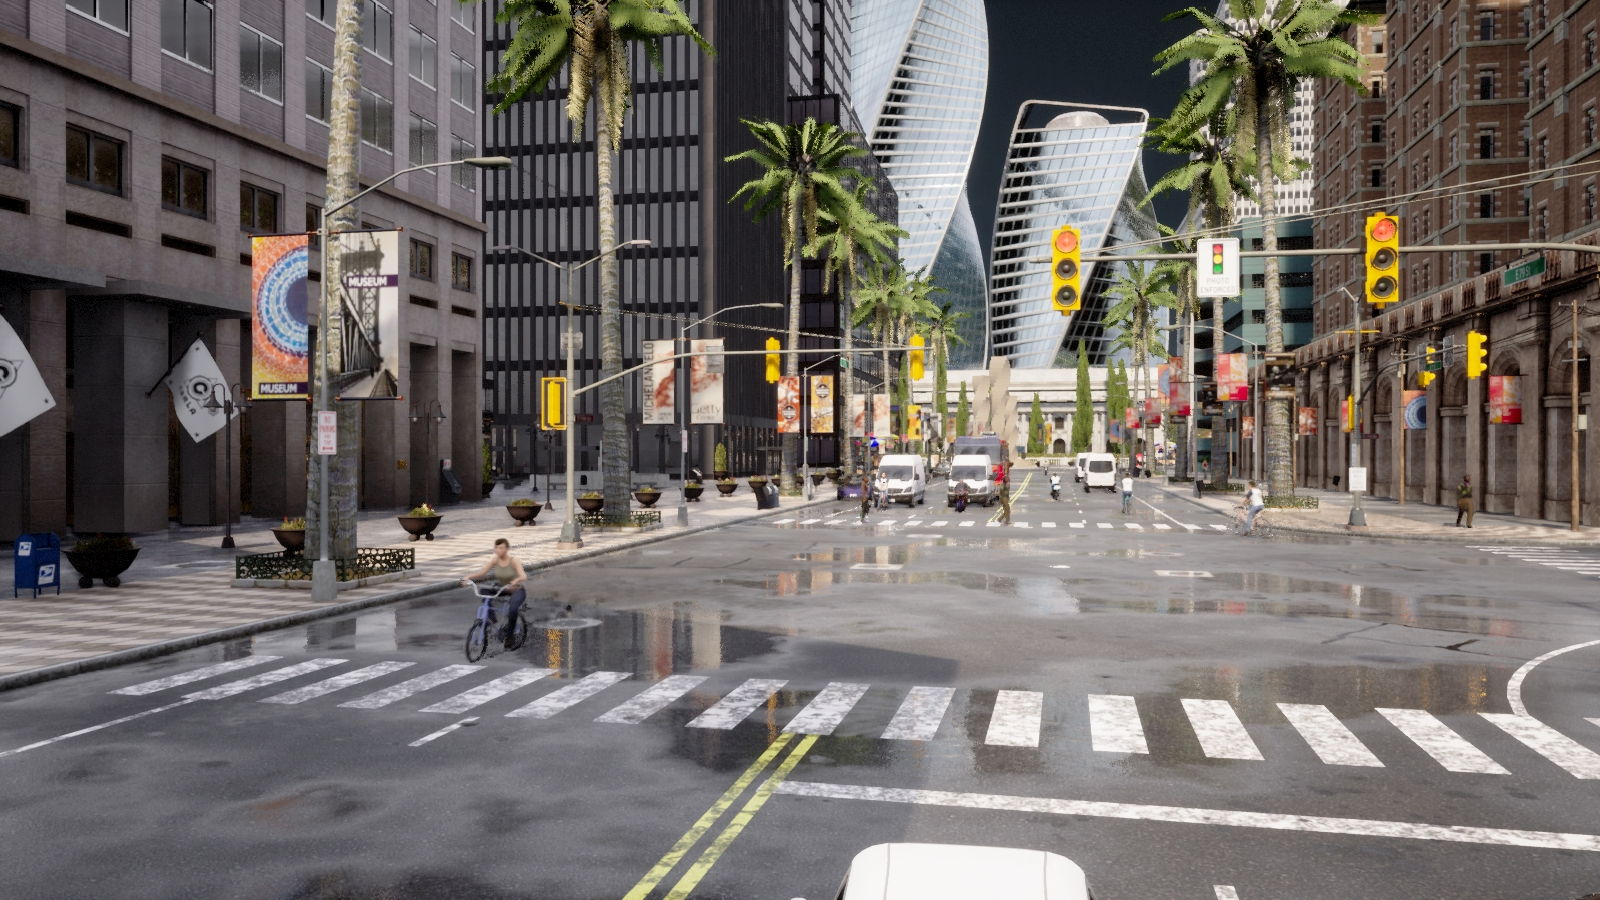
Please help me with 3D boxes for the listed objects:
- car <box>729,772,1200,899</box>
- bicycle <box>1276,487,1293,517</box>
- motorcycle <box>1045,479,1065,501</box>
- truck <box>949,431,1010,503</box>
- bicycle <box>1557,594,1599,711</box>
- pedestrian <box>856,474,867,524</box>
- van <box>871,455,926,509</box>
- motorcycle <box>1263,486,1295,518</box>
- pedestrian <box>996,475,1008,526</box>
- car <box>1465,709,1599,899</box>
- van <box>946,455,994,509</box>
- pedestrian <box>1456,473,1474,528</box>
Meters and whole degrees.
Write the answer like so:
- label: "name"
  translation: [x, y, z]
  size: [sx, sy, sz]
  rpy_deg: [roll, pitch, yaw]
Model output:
- label: "car"
  translation: [0.558, 2.120, 3.851]
  size: [1.481, 1.376, 2.207]
  rpy_deg: [0, 0, 9]
- label: "bicycle"
  translation: [20.524, 2.206, 48.420]
  size: [0.373, 1.196, 1.643]
  rpy_deg: [0, 0, 13]
- label: "motorcycle"
  translation: [14.094, 2.213, 63.111]
  size: [0.803, 1.145, 2.033]
  rpy_deg: [1, 0, 6]
- label: "truck"
  translation: [10.323, 0.890, 65.040]
  size: [2.891, 3.827, 8.468]
  rpy_deg: [0, 0, 13]
- label: "bicycle"
  translation: [9.153, 2.256, 12.667]
  size: [0.859, 1.080, 1.487]
  rpy_deg: [2, 1, 18]
- label: "pedestrian"
  translation: [2.331, 1.849, 43.180]
  size: [0.375, 1.860, 0.375]
  rpy_deg: [0, 0, 10]
- label: "van"
  translation: [5.034, 1.534, 57.494]
  size: [1.988, 2.561, 5.915]
  rpy_deg: [0, 0, 13]
- label: "motorcycle"
  translation: [20.463, 2.205, 48.863]
  size: [0.867, 1.251, 2.209]
  rpy_deg: [0, 0, 13]
- label: "pedestrian"
  translation: [7.478, 1.848, 42.272]
  size: [0.375, 1.860, 0.375]
  rpy_deg: [0, 0, 19]
- label: "car"
  translation: [3.753, 1.992, 2.523]
  size: [2.152, 1.651, 5.027]
  rpy_deg: [0, 0, 7]
- label: "van"
  translation: [8.600, 1.534, 57.397]
  size: [1.988, 2.561, 5.915]
  rpy_deg: [0, 0, 13]
- label: "pedestrian"
  translation: [22.387, 1.697, 38.464]
  size: [0.375, 1.860, 0.375]
  rpy_deg: [0, 0, 4]
